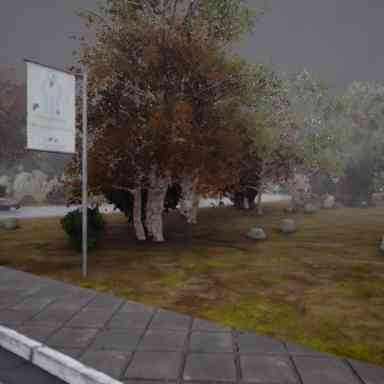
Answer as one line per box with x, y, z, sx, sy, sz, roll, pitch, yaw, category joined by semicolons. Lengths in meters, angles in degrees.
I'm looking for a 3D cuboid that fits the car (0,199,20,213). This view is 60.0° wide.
-20.999;1.491;35.463;1.837;1.490;4.892;0;0;39;car
